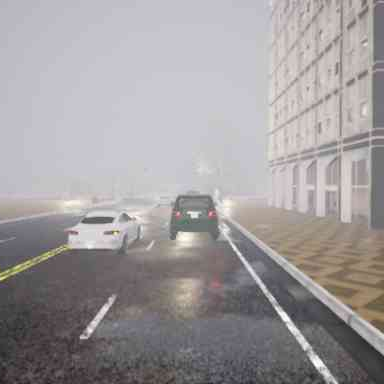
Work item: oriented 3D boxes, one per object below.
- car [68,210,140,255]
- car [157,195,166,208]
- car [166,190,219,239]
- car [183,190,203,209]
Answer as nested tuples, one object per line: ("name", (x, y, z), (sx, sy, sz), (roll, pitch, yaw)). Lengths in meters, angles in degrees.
("car", (-3.152, 1.404, 12.553), (1.812, 1.442, 4.674), (0, 1, 0))
("car", (-3.155, 1.123, 40.359), (1.812, 1.442, 4.674), (0, 1, 0))
("car", (0.098, 1.063, 16.474), (2.150, 2.045, 5.566), (0, 1, 0))
("car", (0.095, 0.830, 39.293), (2.150, 2.045, 5.566), (0, 1, 0))
